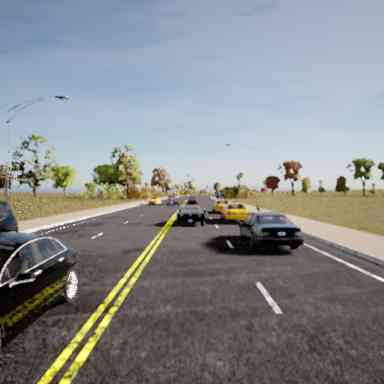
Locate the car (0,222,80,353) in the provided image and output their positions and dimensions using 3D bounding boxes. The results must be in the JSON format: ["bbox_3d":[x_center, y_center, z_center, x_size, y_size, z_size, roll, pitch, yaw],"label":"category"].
[{"bbox_3d":[-3.349,1.508,5.418,1.837,1.490,4.892,0,0,0],"label":"car"}]

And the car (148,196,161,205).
[{"bbox_3d":[-6.513,1.503,57.834,1.882,1.535,5.008,0,0,0],"label":"car"}]

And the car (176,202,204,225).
[{"bbox_3d":[-0.075,1.614,24.246,1.895,1.301,4.718,0,0,1],"label":"car"}]

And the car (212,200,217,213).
[{"bbox_3d":[3.255,1.475,36.760,1.801,1.575,5.366,0,0,0],"label":"car"}]

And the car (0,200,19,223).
[{"bbox_3d":[-6.600,1.226,8.466,2.150,2.045,5.566,0,0,0],"label":"car"}]

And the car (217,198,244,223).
[{"bbox_3d":[3.254,1.470,25.760,1.801,1.575,5.366,0,0,0],"label":"car"}]

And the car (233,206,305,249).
[{"bbox_3d":[3.252,1.556,14.570,2.033,1.411,5.357,0,0,0],"label":"car"}]

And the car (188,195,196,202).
[{"bbox_3d":[0.010,1.529,75.276,1.837,1.490,4.892,0,0,0],"label":"car"}]

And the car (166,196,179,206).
[{"bbox_3d":[-3.275,1.517,56.550,2.128,1.511,4.902,0,0,0],"label":"car"}]

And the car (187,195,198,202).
[{"bbox_3d":[0.096,1.573,57.373,2.033,1.411,5.357,0,0,0],"label":"car"}]
